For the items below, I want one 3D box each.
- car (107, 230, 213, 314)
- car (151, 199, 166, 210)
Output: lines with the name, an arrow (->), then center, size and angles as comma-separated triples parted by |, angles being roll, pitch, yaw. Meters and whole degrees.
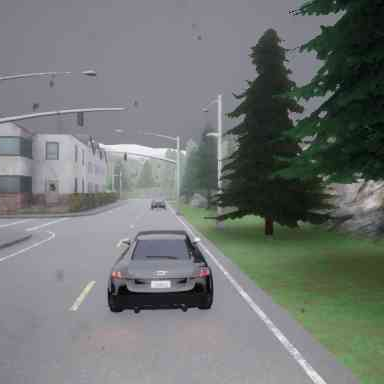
car -> -0.697, 1.564, 7.750 | 1.994, 1.385, 4.181 | 0, 0, -5
car -> -4.450, 1.601, 43.929 | 1.895, 1.301, 4.718 | 0, 0, -6
